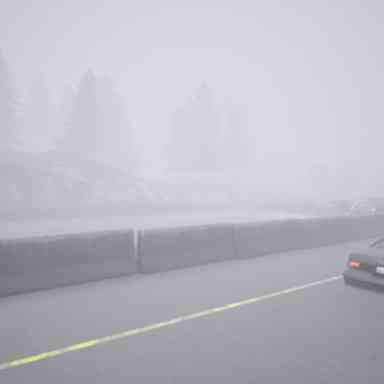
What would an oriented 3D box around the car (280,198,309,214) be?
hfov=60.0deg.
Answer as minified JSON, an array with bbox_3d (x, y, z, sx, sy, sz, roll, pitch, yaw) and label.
[{"bbox_3d":[11.284,1.465,33.519,4.181,1.385,1.994,-1,0,-35],"label":"car"}]

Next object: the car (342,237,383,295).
[{"bbox_3d":[5.713,1.548,7.817,5.357,1.411,2.033,0,0,-35],"label":"car"}]

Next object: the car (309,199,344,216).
[{"bbox_3d":[13.336,1.406,30.685,4.892,1.490,1.837,-1,0,-35],"label":"car"}]

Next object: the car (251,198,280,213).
[{"bbox_3d":[8.512,1.401,35.844,4.902,1.511,2.128,-1,0,-35],"label":"car"}]

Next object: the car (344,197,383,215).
[{"bbox_3d":[15.147,1.255,27.678,4.553,1.767,2.097,-1,0,-35],"label":"car"}]
